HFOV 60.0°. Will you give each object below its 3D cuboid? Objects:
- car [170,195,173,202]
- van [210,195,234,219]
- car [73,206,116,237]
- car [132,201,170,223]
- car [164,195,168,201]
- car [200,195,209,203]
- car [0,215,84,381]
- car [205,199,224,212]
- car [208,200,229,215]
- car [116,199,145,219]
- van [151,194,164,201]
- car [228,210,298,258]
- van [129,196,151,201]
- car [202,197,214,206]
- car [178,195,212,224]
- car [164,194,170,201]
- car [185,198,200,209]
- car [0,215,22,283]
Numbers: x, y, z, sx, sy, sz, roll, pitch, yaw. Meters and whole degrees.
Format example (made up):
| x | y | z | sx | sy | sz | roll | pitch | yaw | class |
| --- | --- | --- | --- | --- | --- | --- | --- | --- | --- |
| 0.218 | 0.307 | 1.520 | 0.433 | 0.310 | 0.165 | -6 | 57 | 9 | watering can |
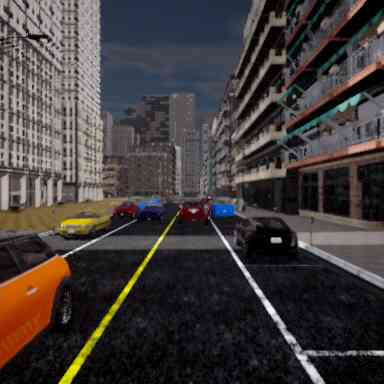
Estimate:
| x | y | z | sx | sy | sz | roll | pitch | yaw | class |
| --- | --- | --- | --- | --- | --- | --- | --- | --- | --- |
| -5.677 | 1.376 | 67.966 | 2.192 | 1.841 | 5.009 | 0 | 0 | 0 | car |
| 2.693 | 1.358 | 29.269 | 1.690 | 1.788 | 3.998 | 0 | 0 | 0 | van |
| -5.691 | 1.535 | 18.047 | 1.752 | 1.417 | 4.829 | 0 | 0 | 0 | car |
| -3.050 | 1.615 | 25.714 | 1.895 | 1.301 | 4.718 | 0 | 0 | 0 | car |
| -5.678 | 1.627 | 56.910 | 1.802 | 1.307 | 4.206 | 0 | 0 | 0 | car |
| 2.706 | 1.509 | 73.490 | 1.967 | 1.590 | 4.097 | 0 | 0 | 0 | car |
| -3.074 | 1.354 | 3.794 | 2.097 | 1.767 | 4.553 | 0 | 0 | 0 | car |
| 2.697 | 1.577 | 40.324 | 2.008 | 1.369 | 4.403 | 0 | 0 | 0 | car |
| 2.696 | 1.566 | 34.797 | 1.887 | 1.381 | 4.507 | 0 | 0 | 0 | car |
| -5.687 | 1.562 | 29.272 | 1.887 | 1.381 | 4.507 | 0 | 0 | 0 | car |
| -5.681 | 1.380 | 51.383 | 1.690 | 1.788 | 3.998 | 0 | 0 | 0 | van |
| 2.688 | 1.571 | 12.686 | 1.947 | 1.339 | 4.313 | 0 | 0 | 0 | car |
| -5.686 | 1.363 | 34.800 | 1.690 | 1.788 | 3.998 | 0 | 0 | 0 | van |
| 2.702 | 1.610 | 56.907 | 1.947 | 1.339 | 4.313 | 0 | 0 | 0 | car |
| 0.108 | 1.364 | 24.749 | 2.097 | 1.767 | 4.553 | 0 | 0 | 0 | car |
| -5.677 | 1.604 | 62.438 | 2.008 | 1.369 | 4.403 | 0 | 0 | 0 | car |
| 0.113 | 1.595 | 46.305 | 1.994 | 1.385 | 4.181 | 0 | 0 | 0 | car |
| -5.694 | 1.443 | 7.162 | 1.967 | 1.590 | 4.097 | 0 | 0 | 0 | car |
